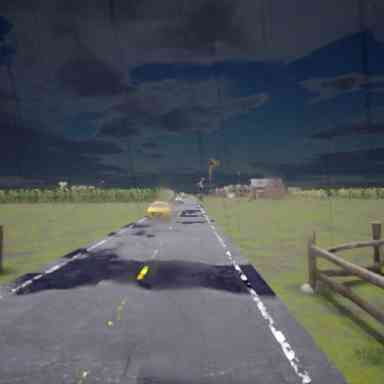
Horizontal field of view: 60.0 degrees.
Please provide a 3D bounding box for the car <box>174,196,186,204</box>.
[{"bbox_3d":[-2.762,1.678,70.266,1.812,1.442,4.674,0,0,0],"label":"car"}]

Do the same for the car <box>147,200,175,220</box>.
[{"bbox_3d":[-2.853,1.613,29.703,1.882,1.535,5.008,0,0,0],"label":"car"}]
